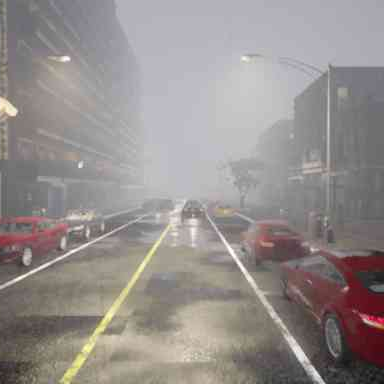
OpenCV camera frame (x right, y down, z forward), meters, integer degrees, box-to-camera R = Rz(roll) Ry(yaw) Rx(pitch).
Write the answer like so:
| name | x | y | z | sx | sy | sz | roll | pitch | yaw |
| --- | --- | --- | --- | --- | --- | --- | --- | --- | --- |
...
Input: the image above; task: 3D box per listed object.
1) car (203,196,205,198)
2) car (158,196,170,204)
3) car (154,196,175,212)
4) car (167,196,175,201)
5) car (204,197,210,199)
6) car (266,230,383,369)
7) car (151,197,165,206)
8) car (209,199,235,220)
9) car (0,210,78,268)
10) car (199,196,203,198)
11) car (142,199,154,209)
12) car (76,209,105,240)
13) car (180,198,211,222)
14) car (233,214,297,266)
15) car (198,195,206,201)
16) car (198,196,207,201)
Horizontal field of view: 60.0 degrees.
| name | x | y | z | sx | sy | sz | roll | pitch | yaw |
| --- | --- | --- | --- | --- | --- | --- | --- | --- | --- |
| car | 2.670 | 1.649 | 62.375 | 1.802 | 1.307 | 4.206 | -1 | 0 | 0 |
| car | -5.712 | 1.624 | 68.079 | 2.008 | 1.369 | 4.403 | -1 | 0 | 0 |
| car | -3.056 | 1.518 | 39.739 | 1.882 | 1.535 | 5.008 | 0 | 0 | 1 |
| car | -5.717 | 1.668 | 90.789 | 1.947 | 1.339 | 4.313 | -1 | 0 | 0 |
| car | 2.673 | 1.586 | 39.665 | 1.887 | 1.381 | 4.507 | -1 | 0 | 0 |
| car | 2.680 | 1.588 | 5.601 | 1.802 | 1.307 | 4.206 | -1 | 0 | 0 |
| car | -5.710 | 1.626 | 56.725 | 1.947 | 1.339 | 4.313 | -1 | 0 | 0 |
| car | 2.675 | 1.554 | 28.480 | 1.752 | 1.417 | 4.829 | -1 | 0 | 0 |
| car | -5.702 | 1.555 | 11.305 | 1.887 | 1.381 | 4.507 | -1 | 0 | 0 |
| car | 0.092 | 1.538 | 45.706 | 2.128 | 1.511 | 4.902 | 0 | 0 | 0 |
| car | -5.708 | 1.591 | 45.370 | 1.887 | 1.381 | 4.507 | -1 | 0 | 0 |
| car | -5.703 | 1.567 | 16.983 | 2.008 | 1.369 | 4.403 | -1 | 0 | 0 |
| car | 0.095 | 1.518 | 26.456 | 2.128 | 1.511 | 4.902 | 0 | 0 | 0 |
| car | 2.679 | 1.593 | 11.278 | 1.802 | 1.307 | 4.206 | -1 | 0 | 0 |
| car | 2.664 | 1.653 | 90.762 | 2.008 | 1.369 | 4.403 | -1 | 0 | 0 |
| car | 2.666 | 1.661 | 85.084 | 1.947 | 1.339 | 4.313 | -1 | 0 | 0 |
